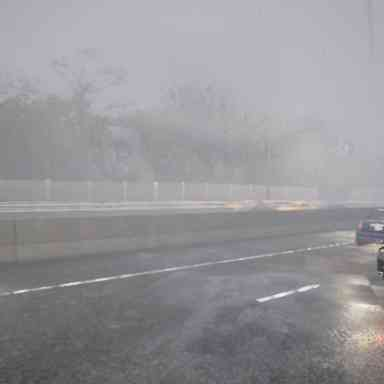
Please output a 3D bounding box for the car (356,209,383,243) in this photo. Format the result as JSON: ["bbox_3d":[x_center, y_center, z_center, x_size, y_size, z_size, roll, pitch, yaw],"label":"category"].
[{"bbox_3d":[9.253,1.511,14.644,4.553,1.767,2.097,1,0,-35],"label":"car"}]

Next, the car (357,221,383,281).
[{"bbox_3d":[6.590,1.592,8.442,4.902,1.511,2.128,1,0,-36],"label":"car"}]

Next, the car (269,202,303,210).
[{"bbox_3d":[10.321,1.753,32.841,5.008,1.535,1.882,1,0,-35],"label":"car"}]

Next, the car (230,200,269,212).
[{"bbox_3d":[6.586,1.780,34.476,4.674,1.442,1.812,1,0,-35],"label":"car"}]

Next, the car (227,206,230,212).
[{"bbox_3d":[6.264,1.753,38.543,5.008,1.535,1.882,1,0,-35],"label":"car"}]

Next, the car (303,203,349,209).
[{"bbox_3d":[12.602,1.783,30.169,4.892,1.490,1.837,1,0,-35],"label":"car"}]
